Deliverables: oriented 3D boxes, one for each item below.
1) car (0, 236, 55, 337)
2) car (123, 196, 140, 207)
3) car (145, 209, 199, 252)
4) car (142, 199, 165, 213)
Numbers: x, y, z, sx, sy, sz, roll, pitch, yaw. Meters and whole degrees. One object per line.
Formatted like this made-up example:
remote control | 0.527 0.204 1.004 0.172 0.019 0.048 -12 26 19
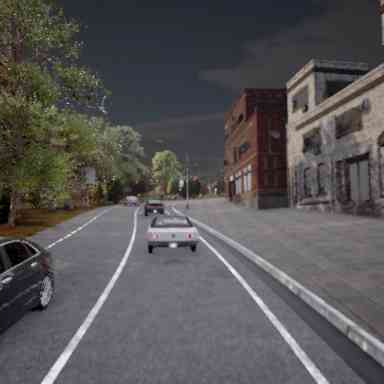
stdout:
car | -3.597 1.506 4.906 1.837 1.490 4.892 0 0 -4
car | -8.486 1.317 46.801 1.812 1.442 4.674 0 0 -1
car | -0.921 1.600 14.037 1.895 1.301 4.718 0 0 -7
car | -3.618 1.423 31.866 1.837 1.490 4.892 1 0 -9
